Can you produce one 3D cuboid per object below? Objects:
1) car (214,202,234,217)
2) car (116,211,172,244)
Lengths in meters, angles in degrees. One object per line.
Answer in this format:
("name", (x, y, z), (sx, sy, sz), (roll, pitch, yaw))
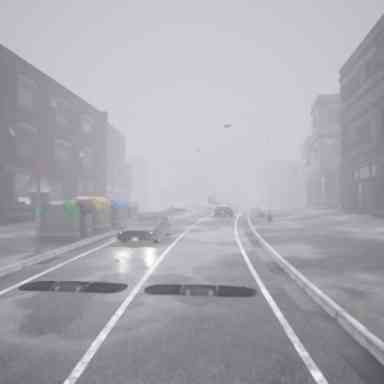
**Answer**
("car", (3.408, 1.824, 35.018), (1.812, 1.442, 4.674), (0, -1, 9))
("car", (-2.212, 1.684, 16.974), (2.033, 1.411, 5.357), (0, -1, 5))
